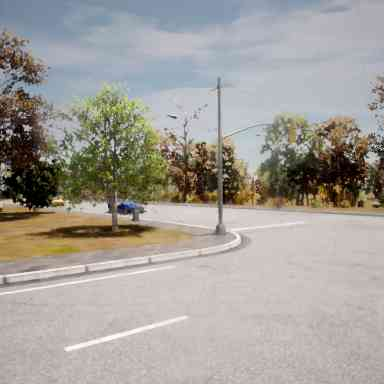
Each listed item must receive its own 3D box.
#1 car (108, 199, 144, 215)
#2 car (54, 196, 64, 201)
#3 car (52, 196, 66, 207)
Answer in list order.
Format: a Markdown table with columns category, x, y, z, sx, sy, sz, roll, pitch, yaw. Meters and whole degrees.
| category | x | y | z | sx | sy | sz | roll | pitch | yaw |
| --- | --- | --- | --- | --- | --- | --- | --- | --- | --- |
| car | -6.387 | 1.359 | 32.335 | 1.882 | 1.535 | 5.008 | -1 | 1 | -39 |
| car | -35.470 | 1.717 | 88.618 | 1.895 | 1.301 | 4.718 | -1 | 0 | -28 |
| car | -20.392 | 1.455 | 49.859 | 1.882 | 1.535 | 5.008 | -1 | 0 | -38 |
